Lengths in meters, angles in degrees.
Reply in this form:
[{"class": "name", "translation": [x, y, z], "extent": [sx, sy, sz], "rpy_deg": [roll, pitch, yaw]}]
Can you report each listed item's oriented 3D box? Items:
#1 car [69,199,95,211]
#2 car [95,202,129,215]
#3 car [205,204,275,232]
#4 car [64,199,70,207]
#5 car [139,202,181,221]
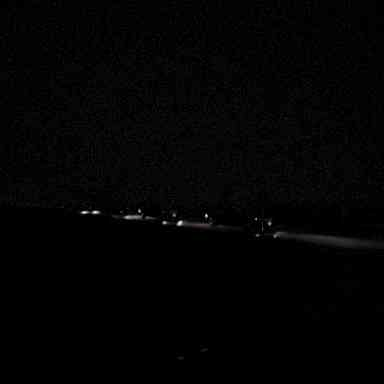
[{"class": "car", "translation": [-14.508, 1.809, 44.722], "extent": [1.837, 1.490, 4.892], "rpy_deg": [1, -1, -36]}, {"class": "car", "translation": [-8.654, 1.808, 36.559], "extent": [1.895, 1.301, 4.718], "rpy_deg": [1, -1, -36]}, {"class": "car", "translation": [2.879, 1.536, 20.660], "extent": [2.128, 1.511, 4.902], "rpy_deg": [1, -1, -37]}, {"class": "car", "translation": [-21.074, 1.998, 58.773], "extent": [1.882, 1.535, 5.008], "rpy_deg": [1, -1, -36]}, {"class": "car", "translation": [-2.846, 1.609, 28.510], "extent": [2.128, 1.511, 4.902], "rpy_deg": [1, -1, -36]}]
